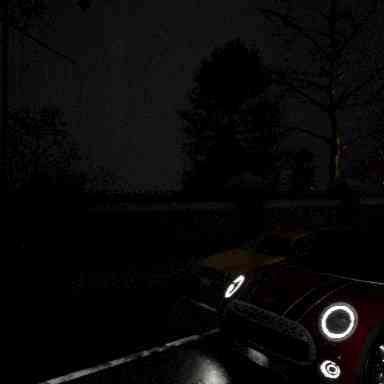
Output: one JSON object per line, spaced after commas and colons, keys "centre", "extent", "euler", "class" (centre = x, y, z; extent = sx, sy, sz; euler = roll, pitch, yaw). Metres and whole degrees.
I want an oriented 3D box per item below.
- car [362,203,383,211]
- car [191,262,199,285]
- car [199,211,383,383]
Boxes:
{"centre": [6.962, 1.323, 11.524], "extent": [5.009, 1.841, 2.192], "euler": [0, 0, -36], "class": "car"}
{"centre": [2.241, 1.529, 8.156], "extent": [4.829, 1.417, 1.752], "euler": [0, 0, -36], "class": "car"}
{"centre": [2.604, 1.354, 5.215], "extent": [4.553, 1.767, 2.097], "euler": [0, 0, -35], "class": "car"}
